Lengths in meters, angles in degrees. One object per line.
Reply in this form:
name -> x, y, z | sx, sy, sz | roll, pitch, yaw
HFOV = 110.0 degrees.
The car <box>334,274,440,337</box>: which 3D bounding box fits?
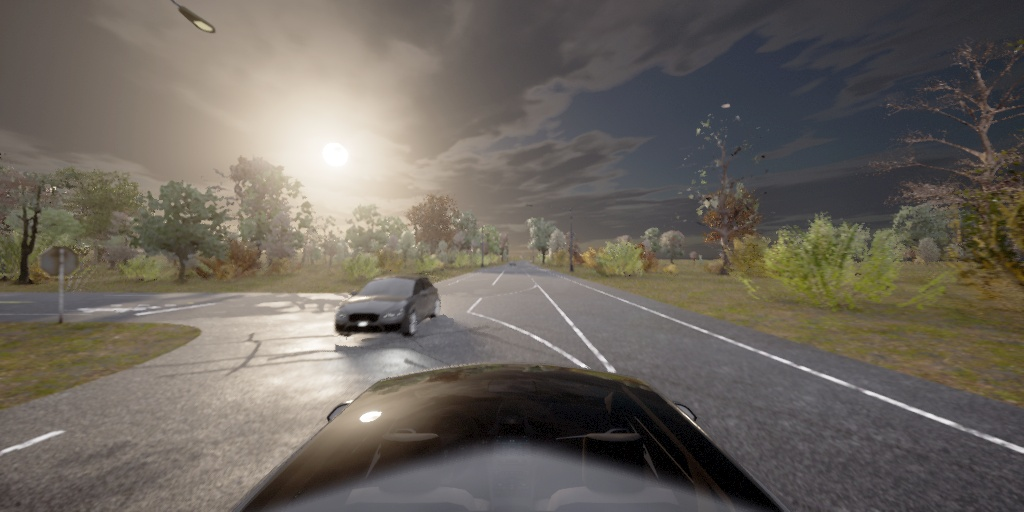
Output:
car -> -3.426, 1.340, 10.718 | 1.837, 1.490, 4.892 | 0, 0, 1
